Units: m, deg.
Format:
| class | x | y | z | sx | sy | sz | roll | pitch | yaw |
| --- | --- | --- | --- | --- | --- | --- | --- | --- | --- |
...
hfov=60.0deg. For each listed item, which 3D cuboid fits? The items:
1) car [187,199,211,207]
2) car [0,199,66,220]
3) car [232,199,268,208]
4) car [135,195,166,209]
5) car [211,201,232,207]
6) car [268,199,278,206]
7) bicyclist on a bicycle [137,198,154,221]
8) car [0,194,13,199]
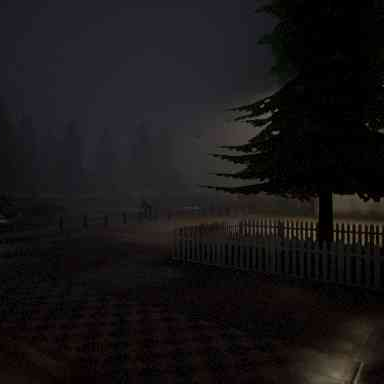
| class | x | y | z | sx | sy | sz | roll | pitch | yaw |
| --- | --- | --- | --- | --- | --- | --- | --- | --- | --- |
| car | 1.477 | 1.547 | 50.139 | 2.033 | 1.411 | 5.357 | 0 | 0 | 36 |
| car | -13.718 | 1.547 | 28.909 | 2.033 | 1.411 | 5.357 | 0 | 0 | 35 |
| car | 8.357 | 1.221 | 47.474 | 2.150 | 2.045 | 5.566 | 0 | 0 | 36 |
| car | -5.729 | 1.352 | 46.122 | 2.097 | 1.767 | 4.553 | 0 | 0 | 36 |
| car | 5.088 | 1.564 | 48.990 | 1.994 | 1.385 | 4.181 | 0 | 0 | 35 |
| car | 14.267 | 1.547 | 55.774 | 2.033 | 1.411 | 5.357 | 0 | 0 | 36 |
| bicyclist on a bicycle | -3.433 | 1.302 | 24.414 | 1.656 | 1.620 | 0.582 | 0 | 0 | 35 |
| car | -18.187 | 1.218 | 28.669 | 2.150 | 2.045 | 5.566 | 0 | 0 | 35 |
